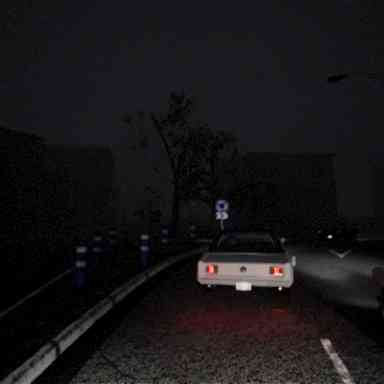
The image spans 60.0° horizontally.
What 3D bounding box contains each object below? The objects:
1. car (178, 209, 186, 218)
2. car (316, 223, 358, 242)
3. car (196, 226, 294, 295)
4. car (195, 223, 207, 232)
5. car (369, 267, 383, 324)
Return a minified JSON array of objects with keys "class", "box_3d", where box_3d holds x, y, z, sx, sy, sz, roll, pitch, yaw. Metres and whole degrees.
[{"class":"car","box_3d":[-3.342,5.700,83.967,2.128,1.511,4.902,0,0,3]},{"class":"car","box_3d":[10.516,2.871,23.914,1.895,1.301,4.718,-4,-7,37]},{"class":"car","box_3d":[1.451,1.569,8.590,1.895,1.301,4.718,-1,-1,12]},{"class":"car","box_3d":[1.101,5.295,48.630,1.812,1.442,4.674,2,-5,-19]},{"class":"car","box_3d":[3.802,1.539,3.633,1.895,1.301,4.718,-1,1,6]}]
